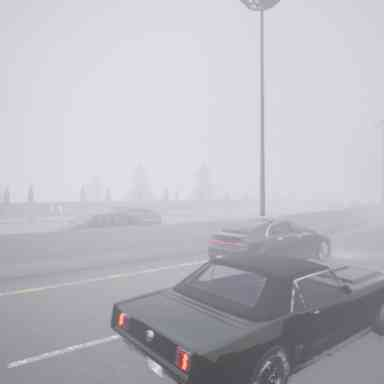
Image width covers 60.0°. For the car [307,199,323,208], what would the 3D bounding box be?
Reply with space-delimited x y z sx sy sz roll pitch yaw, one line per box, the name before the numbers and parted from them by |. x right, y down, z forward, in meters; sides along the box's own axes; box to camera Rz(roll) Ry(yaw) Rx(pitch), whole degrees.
car | 21.024 1.884 56.322 2.033 1.411 5.357 0 0 35

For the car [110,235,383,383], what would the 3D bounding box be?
car | 1.343 1.621 5.002 4.718 1.301 1.895 0 0 -38

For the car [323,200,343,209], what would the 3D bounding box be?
car | 22.797 1.920 52.763 1.895 1.301 4.718 0 0 35

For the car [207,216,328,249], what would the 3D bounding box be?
car | 2.631 1.551 10.654 4.892 1.490 1.837 0 0 -41

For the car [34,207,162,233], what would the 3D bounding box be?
car | -3.904 1.583 14.436 5.357 1.411 2.033 0 0 -40

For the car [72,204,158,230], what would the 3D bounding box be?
car | -5.094 1.617 22.628 5.357 1.411 2.033 1 0 -42

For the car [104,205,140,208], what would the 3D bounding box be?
car | -3.978 1.548 19.037 4.902 1.511 2.128 1 0 -42

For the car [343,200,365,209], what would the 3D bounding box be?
car | 23.329 1.852 47.405 1.994 1.385 4.181 0 0 35
